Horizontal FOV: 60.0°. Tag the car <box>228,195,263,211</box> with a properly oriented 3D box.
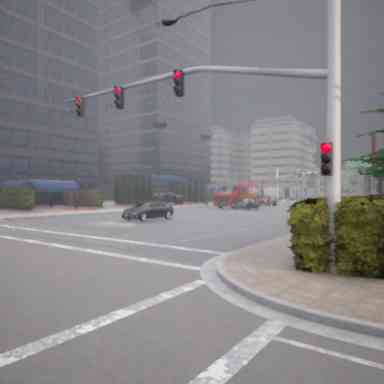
[{"bbox_3d":[6.560,1.486,40.364,1.812,1.442,4.674,0,0,35],"label":"car"}]

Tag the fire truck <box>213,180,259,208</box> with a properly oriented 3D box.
[{"bbox_3d":[6.259,0.286,45.887,2.891,3.827,8.468,0,0,35],"label":"fire truck"}]

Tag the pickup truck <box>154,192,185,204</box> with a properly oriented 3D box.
[{"bbox_3d":[-4.253,0.981,53.735,6.274,2.098,2.390,0,0,-24],"label":"pickup truck"}]

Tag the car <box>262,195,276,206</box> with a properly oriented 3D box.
[{"bbox_3d":[11.892,1.305,53.882,2.097,1.767,4.553,0,0,35],"label":"car"}]

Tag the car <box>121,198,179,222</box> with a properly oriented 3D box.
[{"bbox_3d":[-3.417,1.463,26.209,1.837,1.490,4.892,0,0,35],"label":"car"}]
